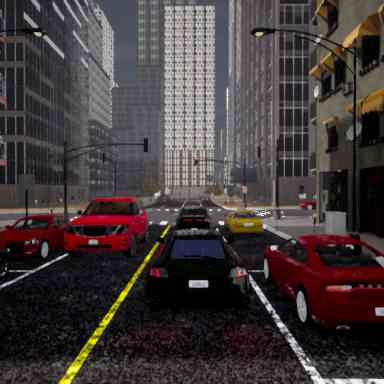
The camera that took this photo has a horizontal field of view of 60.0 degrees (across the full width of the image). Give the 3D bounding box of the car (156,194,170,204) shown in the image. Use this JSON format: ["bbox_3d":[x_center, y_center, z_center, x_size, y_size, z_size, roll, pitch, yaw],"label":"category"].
[{"bbox_3d":[-5.660,1.528,61.474,1.887,1.381,4.507,-1,0,0],"label":"car"}]

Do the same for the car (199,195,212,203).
[{"bbox_3d":[2.718,1.423,61.468,1.967,1.590,4.097,-1,0,0],"label":"car"}]

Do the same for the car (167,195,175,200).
[{"bbox_3d":[-5.643,1.524,89.271,1.887,1.381,4.507,-1,0,0],"label":"car"}]

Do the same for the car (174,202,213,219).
[{"bbox_3d":[0.088,1.499,17.763,1.837,1.490,4.892,0,0,-1],"label":"car"}]

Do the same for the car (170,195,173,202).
[{"bbox_3d":[-5.659,1.297,67.034,2.192,1.841,5.009,-1,0,0],"label":"car"}]

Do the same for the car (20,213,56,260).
[{"bbox_3d":[-5.691,1.540,12.438,1.887,1.381,4.507,-1,0,0],"label":"car"}]

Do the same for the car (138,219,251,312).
[{"bbox_3d":[0.108,1.561,7.778,1.994,1.385,4.181,0,0,0],"label":"car"}]

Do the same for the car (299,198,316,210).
[{"bbox_3d":[14.274,1.247,37.059,4.507,1.381,1.887,-1,1,0],"label":"car"}]

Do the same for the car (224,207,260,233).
[{"bbox_3d":[2.693,1.519,18.112,1.752,1.417,4.829,-1,0,0],"label":"car"}]

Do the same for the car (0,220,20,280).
[{"bbox_3d":[-5.696,1.437,6.914,1.967,1.590,4.097,-1,0,0],"label":"car"}]

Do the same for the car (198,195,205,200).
[{"bbox_3d":[2.741,1.560,94.826,1.802,1.307,4.206,-1,0,0],"label":"car"}]

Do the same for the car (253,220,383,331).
[{"bbox_3d":[2.686,1.542,6.895,1.887,1.381,4.507,-1,0,0],"label":"car"}]

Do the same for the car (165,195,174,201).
[{"bbox_3d":[-5.648,1.505,83.542,1.752,1.417,4.829,-1,0,0],"label":"car"}]

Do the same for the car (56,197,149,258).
[{"bbox_3d":[-3.053,1.219,13.133,2.150,2.045,5.566,0,0,0],"label":"car"}]
